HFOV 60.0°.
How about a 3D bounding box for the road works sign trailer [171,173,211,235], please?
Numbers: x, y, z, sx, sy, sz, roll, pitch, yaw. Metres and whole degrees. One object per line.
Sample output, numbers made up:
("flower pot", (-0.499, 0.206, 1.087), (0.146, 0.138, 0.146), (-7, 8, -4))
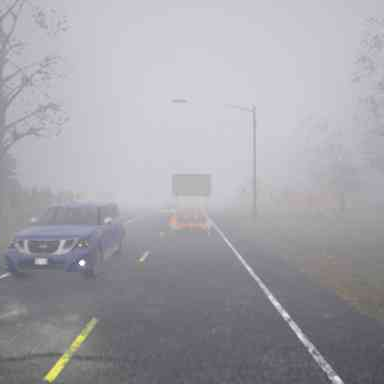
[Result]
("road works sign trailer", (-0.028, 0.676, 20.208), (2.380, 3.560, 2.880), (0, -1, 1))

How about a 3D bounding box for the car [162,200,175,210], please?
("car", (-3.810, 2.084, 53.697), (1.812, 1.442, 4.674), (0, 0, 0))

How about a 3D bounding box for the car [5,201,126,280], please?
("car", (-3.607, 1.335, 10.714), (2.150, 2.045, 5.566), (0, -1, 0))
